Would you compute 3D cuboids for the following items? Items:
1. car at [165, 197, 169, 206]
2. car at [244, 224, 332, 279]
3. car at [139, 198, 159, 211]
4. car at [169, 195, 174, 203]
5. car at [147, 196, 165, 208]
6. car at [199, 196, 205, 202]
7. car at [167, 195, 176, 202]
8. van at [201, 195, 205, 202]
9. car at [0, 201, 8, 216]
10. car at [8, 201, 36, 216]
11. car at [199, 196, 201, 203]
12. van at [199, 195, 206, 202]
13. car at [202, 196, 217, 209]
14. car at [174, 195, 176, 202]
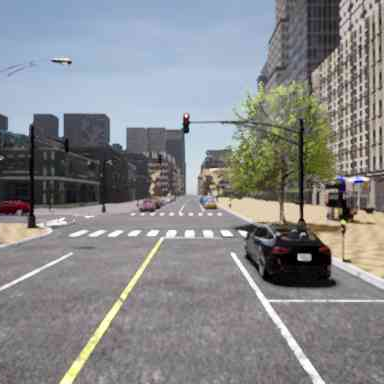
[{"bbox_3d":[-5.635,1.802,59.198,2.008,1.369,4.403,0,0,0],"label":"car"},{"bbox_3d":[2.703,1.609,10.062,1.947,1.339,4.313,0,0,0],"label":"car"},{"bbox_3d":[-5.649,1.762,42.545,1.802,1.307,4.206,0,0,0],"label":"car"},{"bbox_3d":[-5.620,1.847,75.681,1.752,1.417,4.829,0,0,0],"label":"car"},{"bbox_3d":[-5.643,1.519,48.097,2.192,1.841,5.009,0,0,0],"label":"car"},{"bbox_3d":[2.775,1.919,92.669,1.752,1.417,4.829,0,0,0],"label":"car"},{"bbox_3d":[-5.605,1.709,92.505,2.192,1.841,5.009,0,0,0],"label":"car"},{"bbox_3d":[2.742,1.568,53.643,1.690,1.788,3.998,0,0,0],"label":"van"},{"bbox_3d":[-17.350,1.431,25.755,4.674,1.442,1.812,1,-1,-2],"label":"car"},{"bbox_3d":[-17.241,1.505,31.559,4.507,1.381,1.887,1,-1,-1],"label":"car"},{"bbox_3d":[2.750,1.825,64.744,2.008,1.369,4.403,0,0,0],"label":"car"},{"bbox_3d":[2.771,1.710,86.949,1.690,1.788,3.998,0,0,0],"label":"van"},{"bbox_3d":[2.736,1.729,48.261,1.752,1.417,4.829,0,0,0],"label":"car"},{"bbox_3d":[-5.611,1.920,86.953,2.008,1.369,4.403,0,0,0],"label":"car"}]
